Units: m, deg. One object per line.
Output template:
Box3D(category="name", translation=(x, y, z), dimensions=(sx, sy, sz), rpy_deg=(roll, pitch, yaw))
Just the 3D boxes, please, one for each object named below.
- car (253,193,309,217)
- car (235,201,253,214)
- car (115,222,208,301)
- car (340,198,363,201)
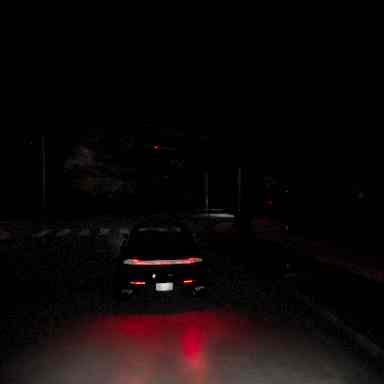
Box3D(category="car", translation=(8.273, 1.064, 27.427), dimensions=(5.566, 2.045, 2.150), rpy_deg=(0, 0, -12))
Box3D(category="car", translation=(6.271, 1.368, 30.764), dimensions=(4.674, 1.442, 1.812), rpy_deg=(0, 0, -12))
Box3D(category="car", translation=(-0.836, 1.491, 8.389), dimensions=(2.128, 1.511, 4.902), rpy_deg=(0, 0, -8))
Box3D(category="car", translation=(15.299, 1.347, 32.764), dimensions=(4.892, 1.490, 1.837), rpy_deg=(0, 0, -12))
